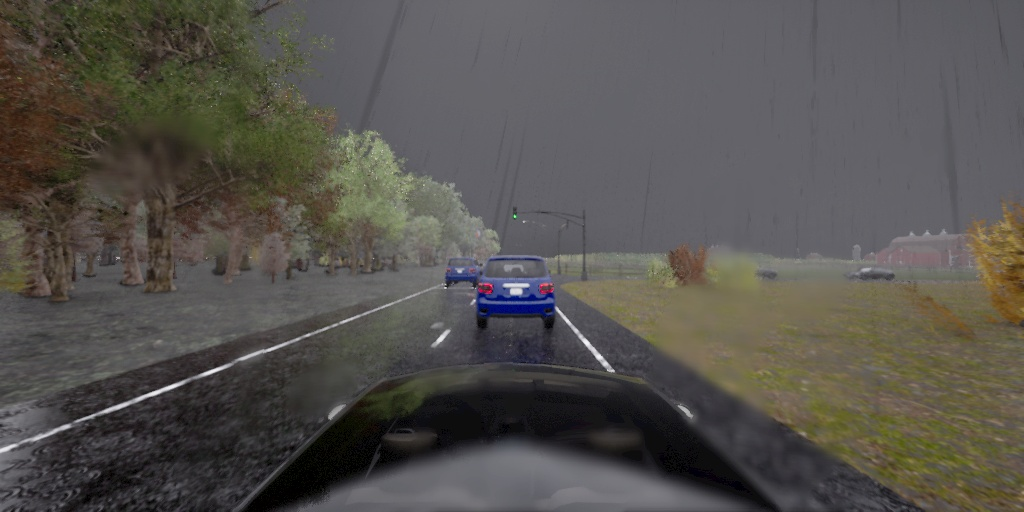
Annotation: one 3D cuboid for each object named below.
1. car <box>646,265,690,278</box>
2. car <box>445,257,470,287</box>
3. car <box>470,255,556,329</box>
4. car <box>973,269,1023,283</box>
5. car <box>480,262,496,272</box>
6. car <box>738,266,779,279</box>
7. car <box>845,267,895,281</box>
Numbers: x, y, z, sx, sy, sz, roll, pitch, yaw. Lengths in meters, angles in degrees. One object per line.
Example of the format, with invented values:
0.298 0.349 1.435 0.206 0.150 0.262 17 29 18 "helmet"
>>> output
17.695 1.753 40.620 4.674 1.442 1.812 1 -1 1 "car"
-3.403 1.120 26.079 2.150 2.045 5.566 0 0 0 "car"
0.099 1.026 11.631 2.150 2.045 5.566 0 -1 0 "car"
51.018 2.056 36.812 5.357 1.411 2.033 1 -1 1 "car"
-3.406 1.599 52.422 2.033 1.411 5.357 0 0 0 "car"
27.559 1.860 40.538 4.674 1.442 1.812 1 -1 0 "car"
40.395 2.000 40.478 4.674 1.442 1.812 1 -1 0 "car"
